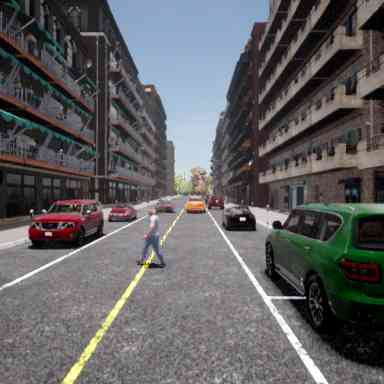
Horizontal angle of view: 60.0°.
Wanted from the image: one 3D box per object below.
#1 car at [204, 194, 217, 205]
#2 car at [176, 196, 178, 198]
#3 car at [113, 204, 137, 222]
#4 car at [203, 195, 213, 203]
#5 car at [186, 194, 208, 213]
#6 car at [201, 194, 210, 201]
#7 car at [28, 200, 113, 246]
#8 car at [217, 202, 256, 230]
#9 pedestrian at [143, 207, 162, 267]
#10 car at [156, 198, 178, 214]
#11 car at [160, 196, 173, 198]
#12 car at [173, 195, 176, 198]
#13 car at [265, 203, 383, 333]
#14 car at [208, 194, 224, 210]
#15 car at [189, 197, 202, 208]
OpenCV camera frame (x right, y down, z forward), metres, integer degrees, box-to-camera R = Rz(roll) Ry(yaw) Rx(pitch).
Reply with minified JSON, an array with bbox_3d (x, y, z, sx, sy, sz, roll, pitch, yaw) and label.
[{"bbox_3d":[3.247,1.327,59.847,2.192,1.841,5.009,1,0,1],"label":"car"},{"bbox_3d":[-4.833,1.553,93.192,1.752,1.417,4.829,1,0,1],"label":"car"},{"bbox_3d":[-5.440,1.585,26.550,1.802,1.307,4.206,1,0,1],"label":"car"},{"bbox_3d":[3.346,1.457,70.982,1.967,1.590,4.097,1,0,1],"label":"car"},{"bbox_3d":[0.435,1.361,37.764,2.097,1.767,4.553,0,0,1],"label":"car"},{"bbox_3d":[3.500,1.340,87.686,2.192,1.841,5.009,1,0,1],"label":"car"},{"bbox_3d":[-5.538,1.316,15.414,2.192,1.841,5.009,1,0,1],"label":"car"},{"bbox_3d":[2.889,1.568,20.873,1.947,1.339,4.313,1,0,1],"label":"car"},{"bbox_3d":[-1.176,1.294,9.979,0.375,1.860,0.375,1,-1,-2],"label":"pedestrian"},{"bbox_3d":[-2.773,1.606,35.982,1.895,1.301,4.718,0,0,1],"label":"car"},{"bbox_3d":[-5.136,1.563,59.956,2.008,1.369,4.403,1,0,1],"label":"car"},{"bbox_3d":[-5.036,1.542,70.923,1.752,1.417,4.829,1,0,1],"label":"car"},{"bbox_3d":[3.062,1.225,6.901,2.150,2.045,5.566,0,0,1],"label":"car"},{"bbox_3d":[3.095,1.322,43.144,2.192,1.841,5.009,1,0,1],"label":"car"},{"bbox_3d":[0.536,1.486,49.643,1.882,1.535,5.008,0,0,1],"label":"car"}]
